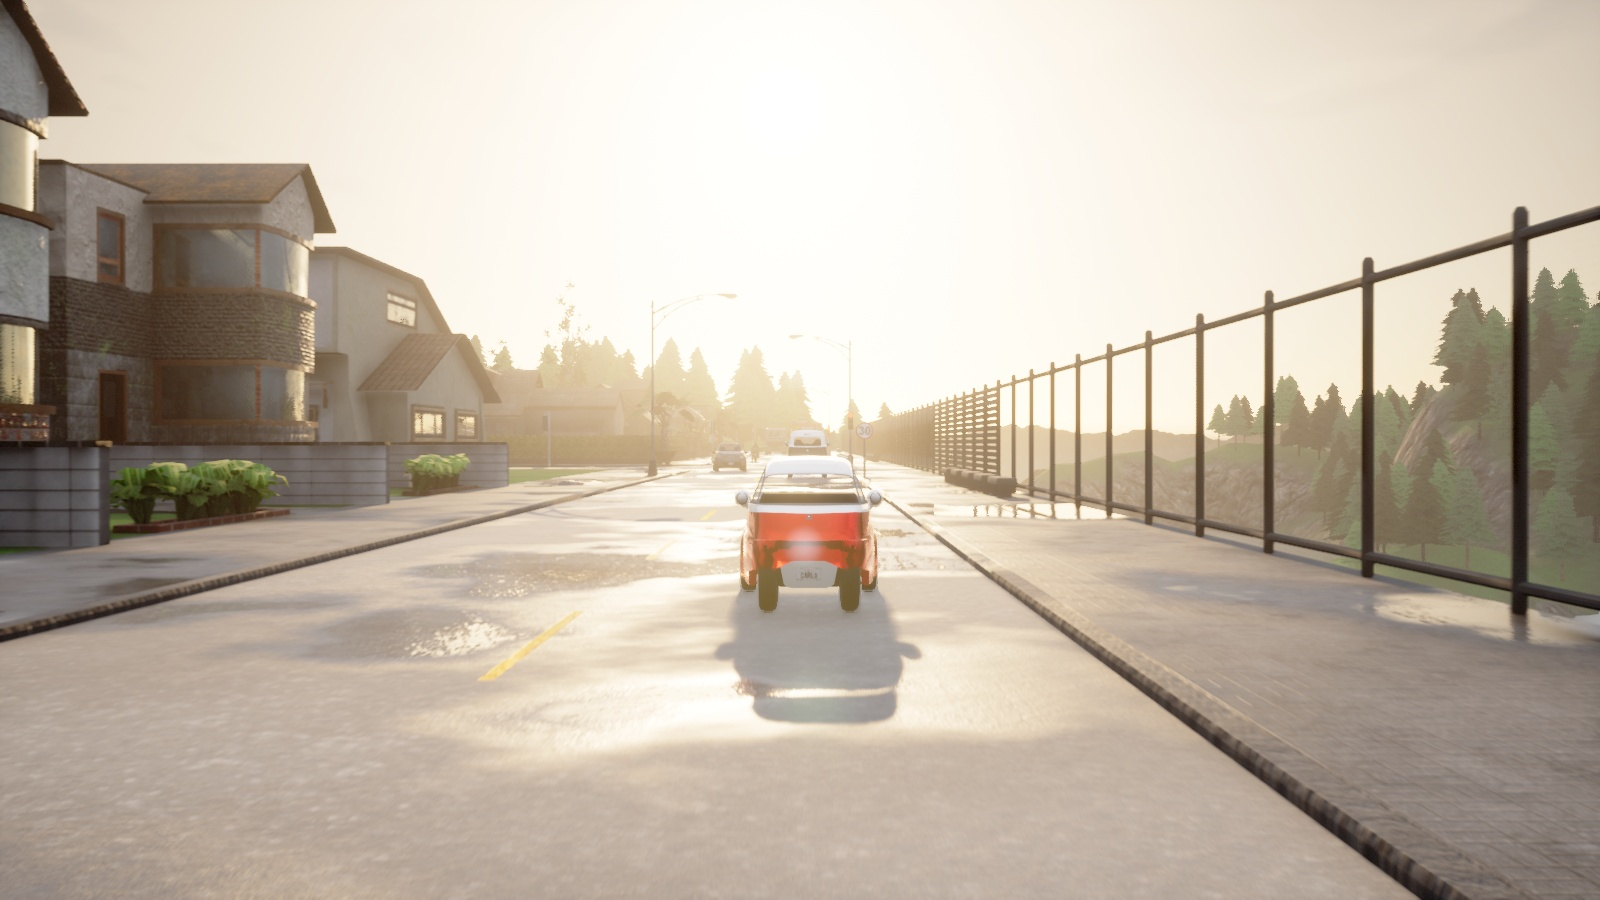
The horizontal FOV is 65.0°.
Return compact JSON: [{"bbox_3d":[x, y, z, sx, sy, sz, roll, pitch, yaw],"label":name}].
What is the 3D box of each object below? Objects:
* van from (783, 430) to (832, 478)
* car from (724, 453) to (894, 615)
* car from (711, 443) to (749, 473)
[{"bbox_3d":[0.330,0.159,55.170,2.069,2.038,4.480,0,0,0],"label":"van"},{"bbox_3d":[0.083,0.734,11.997,1.481,1.376,2.207,0,1,0],"label":"car"},{"bbox_3d":[-3.657,0.389,65.323,1.845,1.501,3.633,0,0,-5],"label":"car"}]
